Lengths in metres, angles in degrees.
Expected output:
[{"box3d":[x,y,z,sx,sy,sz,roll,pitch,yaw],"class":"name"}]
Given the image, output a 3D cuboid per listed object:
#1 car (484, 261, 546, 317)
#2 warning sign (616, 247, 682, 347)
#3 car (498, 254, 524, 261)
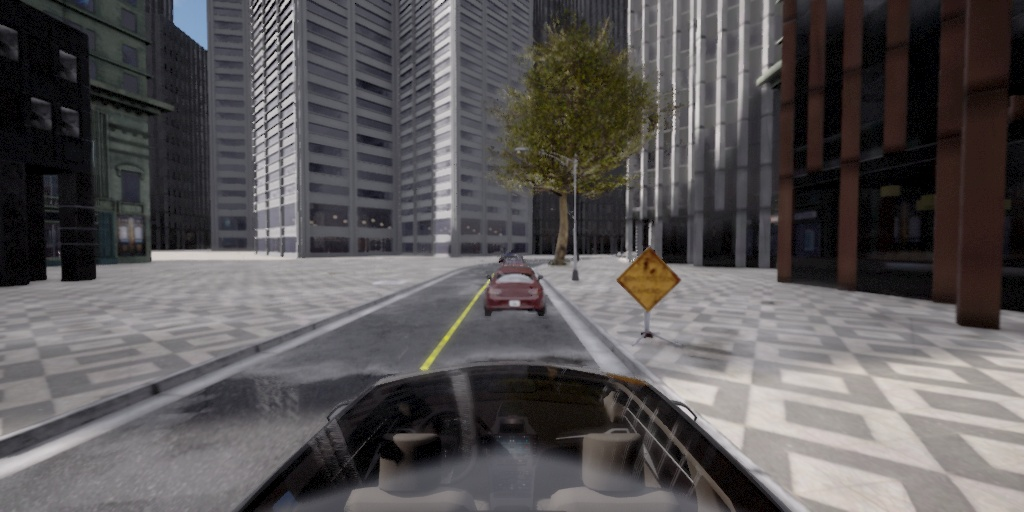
[{"box3d":[0.091,1.067,11.994,1.812,1.442,4.674,0,1,0],"class":"car"},{"box3d":[2.726,0.756,7.248,1.300,1.860,1.060,0,0,0],"class":"warning sign"},{"box3d":[0.172,0.788,27.872,1.895,1.301,4.718,0,1,1],"class":"car"}]
